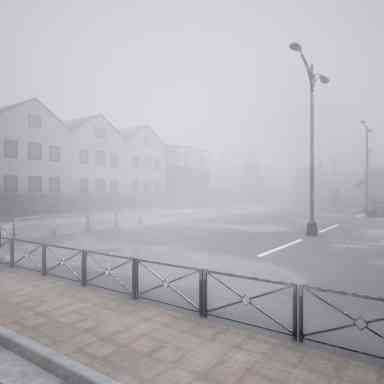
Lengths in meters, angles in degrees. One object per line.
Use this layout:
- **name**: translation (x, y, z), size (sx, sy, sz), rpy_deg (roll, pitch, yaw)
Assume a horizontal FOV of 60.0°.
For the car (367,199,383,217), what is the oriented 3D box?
- **car**: translation (15.385, 1.298, 26.832), size (2.007, 1.523, 4.514), rpy_deg (0, 0, 35)
